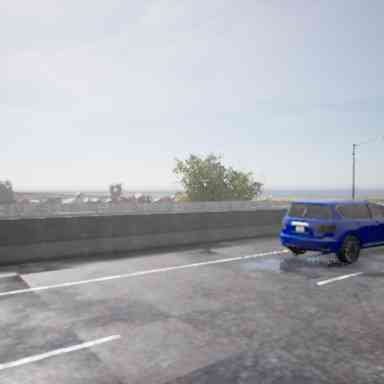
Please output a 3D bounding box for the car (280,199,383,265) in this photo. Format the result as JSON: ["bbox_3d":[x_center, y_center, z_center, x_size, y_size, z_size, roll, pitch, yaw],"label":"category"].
[{"bbox_3d":[5.645,1.273,12.145,5.566,2.045,2.150,0,0,-35],"label":"car"}]
